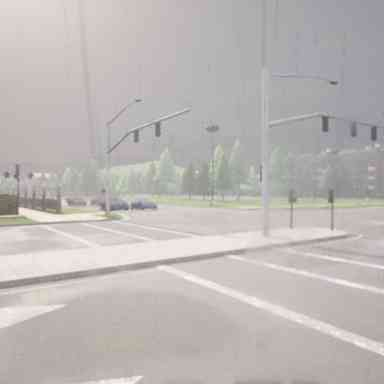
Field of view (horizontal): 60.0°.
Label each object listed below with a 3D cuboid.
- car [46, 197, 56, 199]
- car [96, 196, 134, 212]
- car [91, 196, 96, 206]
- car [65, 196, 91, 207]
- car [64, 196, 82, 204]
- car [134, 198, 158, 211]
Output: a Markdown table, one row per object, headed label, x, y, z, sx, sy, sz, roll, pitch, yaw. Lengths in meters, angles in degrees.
| label | x | y | z | sx | sy | sz | roll | pitch | yaw |
| --- | --- | --- | --- | --- | --- | --- | --- | --- | --- |
| car | -27.093 | 1.594 | 64.035 | 1.895 | 1.301 | 4.718 | 0 | 0 | -36 |
| car | -9.128 | 1.346 | 39.196 | 2.097 | 1.767 | 4.553 | 0 | 0 | -36 |
| car | -14.300 | 1.345 | 52.265 | 2.097 | 1.767 | 4.553 | 0 | 0 | -36 |
| car | -17.474 | 1.500 | 50.675 | 1.837 | 1.490 | 4.892 | 0 | 0 | -36 |
| car | -23.131 | 1.495 | 64.535 | 2.128 | 1.511 | 4.902 | 0 | 0 | -36 |
| car | -5.993 | 1.518 | 40.837 | 1.812 | 1.442 | 4.674 | 0 | 0 | -36 |
